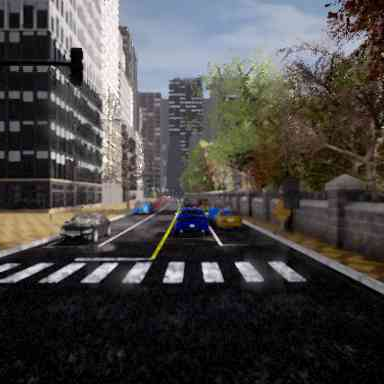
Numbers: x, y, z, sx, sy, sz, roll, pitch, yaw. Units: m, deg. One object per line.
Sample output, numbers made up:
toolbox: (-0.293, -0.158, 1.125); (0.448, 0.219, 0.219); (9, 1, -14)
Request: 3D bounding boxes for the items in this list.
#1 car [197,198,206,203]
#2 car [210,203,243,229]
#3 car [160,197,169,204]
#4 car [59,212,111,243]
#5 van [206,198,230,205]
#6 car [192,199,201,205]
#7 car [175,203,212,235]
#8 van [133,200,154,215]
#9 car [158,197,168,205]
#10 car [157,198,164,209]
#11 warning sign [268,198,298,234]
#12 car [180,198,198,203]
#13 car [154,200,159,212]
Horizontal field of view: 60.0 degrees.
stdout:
car: (2.037, 1.973, 45.368); (1.752, 1.417, 4.829); (0, -1, -1)
car: (2.426, 1.753, 23.195); (1.752, 1.417, 4.829); (0, -1, -1)
car: (-7.789, 2.289, 94.845); (2.192, 1.841, 5.009); (0, -1, -3)
car: (-5.393, 1.771, 17.218); (2.008, 1.369, 4.403); (0, -1, 0)
van: (2.353, 1.623, 28.571); (1.690, 1.788, 3.998); (0, -1, -1)
car: (0.975, 2.294, 78.638); (1.752, 1.417, 4.829); (0, -1, -2)
car: (-0.015, 1.693, 20.325); (1.882, 1.535, 5.008); (0, -1, -1)
van: (-5.861, 1.784, 39.400); (1.690, 1.788, 3.998); (0, -1, -1)
car: (-6.824, 2.080, 72.671); (2.192, 1.841, 5.009); (0, -1, -2)
car: (-6.268, 2.150, 56.035); (1.887, 1.381, 4.507); (0, -1, -2)
warning sign: (4.859, 1.274, 17.925); (1.300, 1.860, 1.060); (0, 0, -1)
car: (-0.588, 1.983, 48.019); (2.128, 1.511, 4.902); (0, 0, -1)
car: (-5.980, 2.042, 44.943); (1.887, 1.381, 4.507); (0, -1, -1)
